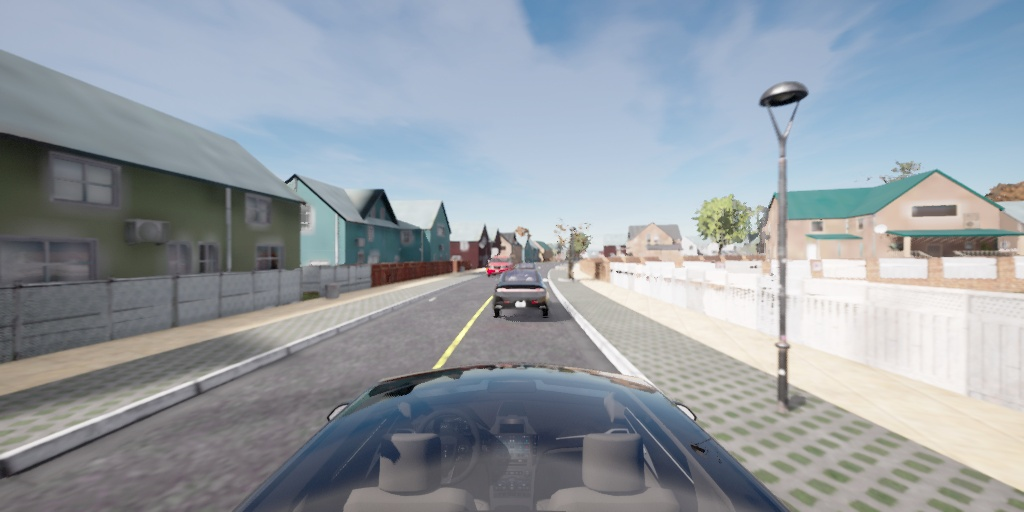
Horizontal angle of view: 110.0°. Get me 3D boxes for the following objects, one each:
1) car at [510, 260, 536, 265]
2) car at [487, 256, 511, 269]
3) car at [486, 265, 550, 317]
[{"bbox_3d":[1.295,1.293,29.442,2.128,1.511,4.902,0,0,5],"label":"car"},{"bbox_3d":[-1.100,1.032,35.743,2.150,2.045,5.566,0,0,6],"label":"car"},{"bbox_3d":[0.348,1.260,13.237,2.128,1.511,4.902,0,0,2],"label":"car"}]
